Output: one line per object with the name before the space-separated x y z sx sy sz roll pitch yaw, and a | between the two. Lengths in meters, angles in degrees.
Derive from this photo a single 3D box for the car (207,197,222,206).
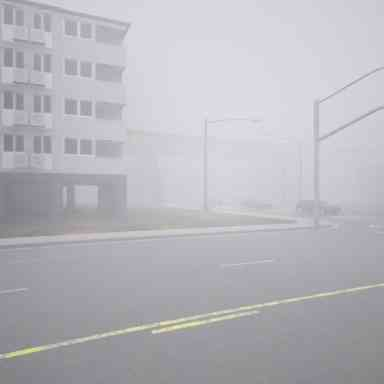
car | 3.426 1.492 54.103 2.128 1.511 4.902 0 0 -14

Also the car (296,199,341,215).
car | 12.627 1.505 33.521 1.837 1.490 4.892 0 0 -25

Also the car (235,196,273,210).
car | 8.147 1.547 42.841 2.033 1.411 5.357 0 0 -26

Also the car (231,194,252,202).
car | 11.082 1.540 75.343 2.033 1.411 5.357 0 0 41
